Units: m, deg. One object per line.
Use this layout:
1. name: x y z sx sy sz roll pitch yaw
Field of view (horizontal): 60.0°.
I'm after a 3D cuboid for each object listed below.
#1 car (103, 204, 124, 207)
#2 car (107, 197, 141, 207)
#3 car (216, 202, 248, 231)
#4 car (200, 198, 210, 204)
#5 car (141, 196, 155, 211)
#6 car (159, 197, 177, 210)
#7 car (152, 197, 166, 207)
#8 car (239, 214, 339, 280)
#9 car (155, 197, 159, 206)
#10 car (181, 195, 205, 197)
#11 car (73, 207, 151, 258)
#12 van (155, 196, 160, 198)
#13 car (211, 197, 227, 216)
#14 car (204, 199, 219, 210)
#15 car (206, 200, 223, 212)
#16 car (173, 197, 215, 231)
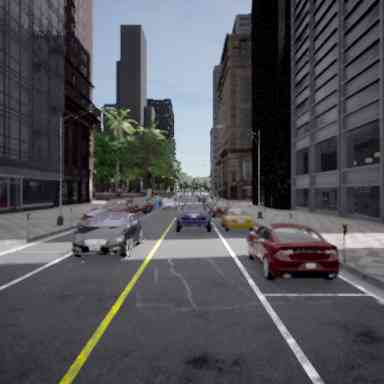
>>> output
1. car: -5.761 1.665 20.813 1.802 1.307 4.206 0 0 0
2. car: -5.761 1.421 26.240 2.192 1.841 5.009 0 0 0
3. car: 2.764 1.609 20.972 1.752 1.417 4.829 0 0 0
4. car: 2.774 1.867 69.627 1.947 1.339 4.313 0 0 0
5. car: -5.759 1.469 37.092 2.192 1.841 5.009 0 0 0
6. car: -3.064 1.719 45.681 1.812 1.442 4.674 0 0 0
7. car: -5.755 1.694 58.795 1.967 1.590 4.097 0 0 0
8. car: 2.762 1.584 9.952 1.887 1.381 4.507 0 0 0
9. car: -5.757 1.724 42.516 1.887 1.381 4.507 0 0 0
10. car: 0.107 1.507 37.627 2.097 1.767 4.553 0 0 0
11. car: -3.097 1.543 13.063 2.128 1.511 4.902 0 0 0
12. van: -5.756 1.571 53.369 1.690 1.788 3.998 0 0 0
13. car: 2.765 1.570 31.652 1.967 1.590 4.097 0 0 0
14. car: 2.769 1.755 47.927 2.008 1.369 4.403 0 0 0
15. car: 2.767 1.724 42.502 1.887 1.381 4.507 0 0 0
16. car: 0.105 1.437 21.240 2.097 1.767 4.553 0 0 0
